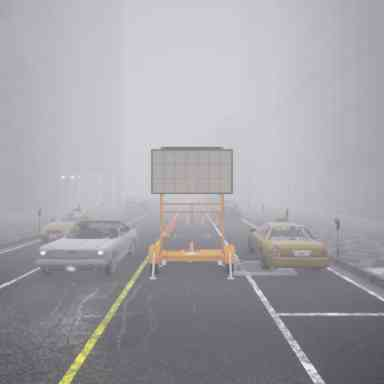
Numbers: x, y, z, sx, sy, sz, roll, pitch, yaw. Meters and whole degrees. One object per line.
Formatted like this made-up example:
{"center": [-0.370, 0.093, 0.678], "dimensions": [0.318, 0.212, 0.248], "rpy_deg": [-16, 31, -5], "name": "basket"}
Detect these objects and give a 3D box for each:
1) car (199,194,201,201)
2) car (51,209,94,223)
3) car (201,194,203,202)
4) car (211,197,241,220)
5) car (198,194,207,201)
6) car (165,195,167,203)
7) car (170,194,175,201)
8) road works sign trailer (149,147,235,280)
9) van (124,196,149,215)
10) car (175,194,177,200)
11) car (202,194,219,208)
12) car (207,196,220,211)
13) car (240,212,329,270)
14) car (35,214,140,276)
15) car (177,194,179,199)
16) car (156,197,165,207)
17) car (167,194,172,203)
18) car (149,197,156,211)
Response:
{"center": [2.865, 1.479, 61.395], "dimensions": [1.967, 1.590, 4.097], "rpy_deg": [0, 0, 0], "name": "car"}
{"center": [-5.665, 1.519, 16.089], "dimensions": [1.752, 1.417, 4.829], "rpy_deg": [0, 0, 1], "name": "car"}
{"center": [2.863, 1.332, 50.116], "dimensions": [2.192, 1.841, 5.009], "rpy_deg": [0, 0, 0], "name": "car"}
{"center": [2.862, 1.431, 27.559], "dimensions": [1.967, 1.590, 4.097], "rpy_deg": [0, 0, 0], "name": "car"}
{"center": [2.866, 1.433, 89.593], "dimensions": [2.192, 1.841, 5.009], "rpy_deg": [0, 0, 0], "name": "car"}
{"center": [-5.661, 1.572, 55.769], "dimensions": [1.887, 1.381, 4.507], "rpy_deg": [0, 0, 0], "name": "car"}
{"center": [-5.660, 1.600, 78.155], "dimensions": [1.752, 1.417, 4.829], "rpy_deg": [0, 0, 0], "name": "car"}
{"center": [0.001, 0.461, 9.952], "dimensions": [2.380, 3.560, 2.880], "rpy_deg": [0, 0, 0], "name": "road works sign trailer"}
{"center": [-5.662, 1.334, 33.213], "dimensions": [1.690, 1.788, 3.998], "rpy_deg": [0, 0, 0], "name": "van"}
{"center": [-5.660, 1.411, 83.963], "dimensions": [2.192, 1.841, 5.009], "rpy_deg": [0, 0, 0], "name": "car"}
{"center": [2.863, 1.322, 44.477], "dimensions": [2.192, 1.841, 5.009], "rpy_deg": [0, 0, 0], "name": "car"}
{"center": [2.862, 1.434, 33.197], "dimensions": [1.967, 1.590, 4.097], "rpy_deg": [0, 0, 0], "name": "car"}
{"center": [2.867, 1.520, 10.842], "dimensions": [1.752, 1.417, 4.829], "rpy_deg": [0, 0, 1], "name": "car"}
{"center": [-2.999, 1.597, 10.444], "dimensions": [1.895, 1.301, 4.718], "rpy_deg": [0, 0, 0], "name": "car"}
{"center": [-5.659, 1.455, 95.241], "dimensions": [2.192, 1.841, 5.009], "rpy_deg": [0, 0, 0], "name": "car"}
{"center": [-5.662, 1.457, 50.131], "dimensions": [1.967, 1.590, 4.097], "rpy_deg": [0, 0, 0], "name": "car"}
{"center": [-5.660, 1.631, 67.047], "dimensions": [1.802, 1.307, 4.206], "rpy_deg": [0, 0, 0], "name": "car"}
{"center": [-5.663, 1.564, 38.852], "dimensions": [1.947, 1.339, 4.313], "rpy_deg": [0, 0, 0], "name": "car"}
